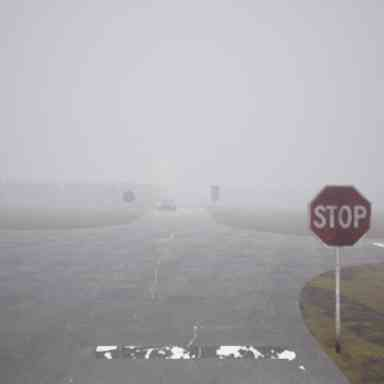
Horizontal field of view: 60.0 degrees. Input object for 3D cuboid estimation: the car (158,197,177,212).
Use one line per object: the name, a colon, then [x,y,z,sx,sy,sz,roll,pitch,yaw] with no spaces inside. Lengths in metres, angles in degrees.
car: [-2.833,1.403,39.108,2.097,1.767,4.553,0,0,0]
